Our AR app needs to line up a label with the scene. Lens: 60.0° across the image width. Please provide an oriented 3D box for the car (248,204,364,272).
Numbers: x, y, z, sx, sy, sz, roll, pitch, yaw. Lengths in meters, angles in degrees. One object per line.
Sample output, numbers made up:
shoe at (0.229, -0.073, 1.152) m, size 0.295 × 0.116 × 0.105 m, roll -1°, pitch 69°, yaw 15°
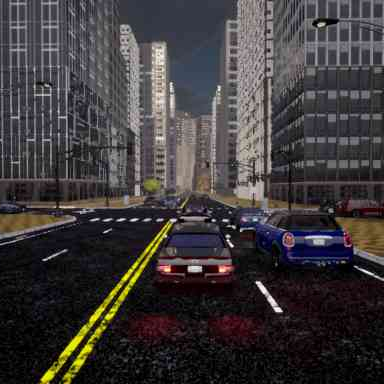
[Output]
car at (3.369, 1.347, 10.944) m, size 2.097 × 1.767 × 4.553 m, roll 0°, pitch 0°, yaw 0°

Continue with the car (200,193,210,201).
car at (3.401, 1.392, 81.814) m, size 1.882 × 1.535 × 5.008 m, roll 0°, pitch 0°, yaw 0°

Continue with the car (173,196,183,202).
car at (-3.115, 1.529, 74.263) m, size 1.895 × 1.301 × 4.718 m, roll 0°, pitch 0°, yaw 0°

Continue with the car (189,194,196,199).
car at (0.169, 1.278, 92.240) m, size 2.033 × 1.411 × 5.357 m, roll 0°, pitch 0°, yaw 0°

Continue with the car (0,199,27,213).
car at (-19.952, 1.384, 34.257) m, size 5.357 × 1.411 × 2.033 m, roll 1°, pitch 1°, yaw 1°

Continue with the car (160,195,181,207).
car at (-3.229, 1.315, 50.653) m, size 2.097 × 1.767 × 4.553 m, roll 0°, pitch 0°, yaw -1°

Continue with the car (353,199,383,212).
car at (21.881, 1.640, 39.279) m, size 4.829 × 1.417 × 1.752 m, roll 1°, pitch 0°, yaw 1°

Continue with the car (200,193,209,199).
car at (3.419, 1.093, 92.203) m, size 2.097 × 1.767 × 4.553 m, roll 0°, pitch 0°, yaw 0°

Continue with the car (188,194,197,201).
car at (0.150, 1.414, 81.823) m, size 1.837 × 1.490 × 4.892 m, roll 0°, pitch 0°, yaw 0°

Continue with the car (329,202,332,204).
car at (16.482, 1.614, 36.811) m, size 4.892 × 1.490 × 1.837 m, roll 0°, pitch 1°, yaw -1°

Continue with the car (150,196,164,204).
car at (-6.446, 1.497, 62.373) m, size 2.033 × 1.411 × 5.357 m, roll 0°, pitch 0°, yaw 0°

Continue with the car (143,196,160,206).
car at (-6.498, 1.466, 52.493) m, size 1.837 × 1.490 × 4.892 m, roll 0°, pitch 0°, yaw 0°

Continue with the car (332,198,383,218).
car at (16.258, 1.517, 31.003) m, size 5.009 × 1.841 × 2.192 m, roll 1°, pitch 0°, yaw 1°

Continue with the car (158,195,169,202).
car at (-6.363, 1.472, 75.501) m, size 2.033 × 1.411 × 5.357 m, roll 0°, pitch 0°, yaw 0°

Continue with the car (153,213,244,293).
car at (0.110, 1.543, 8.974) m, size 2.033 × 1.411 × 5.357 m, roll 0°, pitch 0°, yaw 1°

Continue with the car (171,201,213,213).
car at (0.135, 1.481, 18.719) m, size 2.128 × 1.511 × 4.902 m, roll 0°, pitch 0°, yaw 0°

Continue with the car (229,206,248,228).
car at (3.388, 1.536, 20.329) m, size 2.033 × 1.411 × 5.357 m, roll 0°, pitch 0°, yaw 0°
